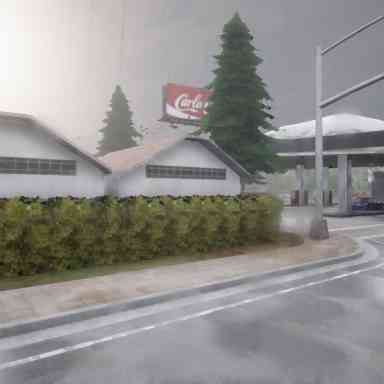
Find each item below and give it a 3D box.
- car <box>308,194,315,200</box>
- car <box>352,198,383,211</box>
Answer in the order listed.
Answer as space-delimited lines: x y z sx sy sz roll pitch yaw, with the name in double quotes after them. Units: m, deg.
31.815 1.330 88.879 2.152 1.636 5.027 0 0 -36 "car"
20.814 1.480 39.371 4.611 1.667 2.242 0 0 -36 "car"
